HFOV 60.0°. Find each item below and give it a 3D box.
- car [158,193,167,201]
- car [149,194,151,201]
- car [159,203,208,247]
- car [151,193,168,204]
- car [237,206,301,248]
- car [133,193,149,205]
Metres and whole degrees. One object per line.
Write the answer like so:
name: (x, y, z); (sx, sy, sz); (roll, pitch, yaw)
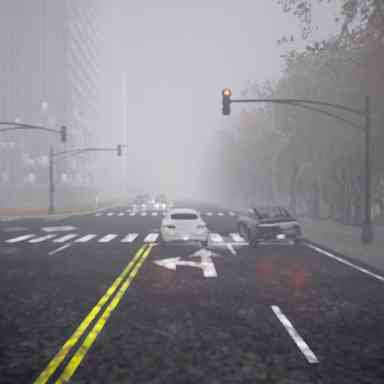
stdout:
car: (-6.183, 1.049, 70.666); (1.837, 1.490, 4.892); (0, 0, -4)
car: (-9.287, 1.075, 68.637); (1.837, 1.490, 4.892); (0, 0, -4)
car: (-0.437, 1.435, 14.495); (1.812, 1.442, 4.674); (0, 0, -5)
car: (-5.189, 1.163, 55.591); (2.128, 1.511, 4.902); (0, 0, -3)
car: (3.121, 1.340, 14.283); (2.128, 1.511, 4.902); (-5, 1, -1)
car: (-8.305, 1.211, 53.110); (1.812, 1.442, 4.674); (0, 0, -3)
